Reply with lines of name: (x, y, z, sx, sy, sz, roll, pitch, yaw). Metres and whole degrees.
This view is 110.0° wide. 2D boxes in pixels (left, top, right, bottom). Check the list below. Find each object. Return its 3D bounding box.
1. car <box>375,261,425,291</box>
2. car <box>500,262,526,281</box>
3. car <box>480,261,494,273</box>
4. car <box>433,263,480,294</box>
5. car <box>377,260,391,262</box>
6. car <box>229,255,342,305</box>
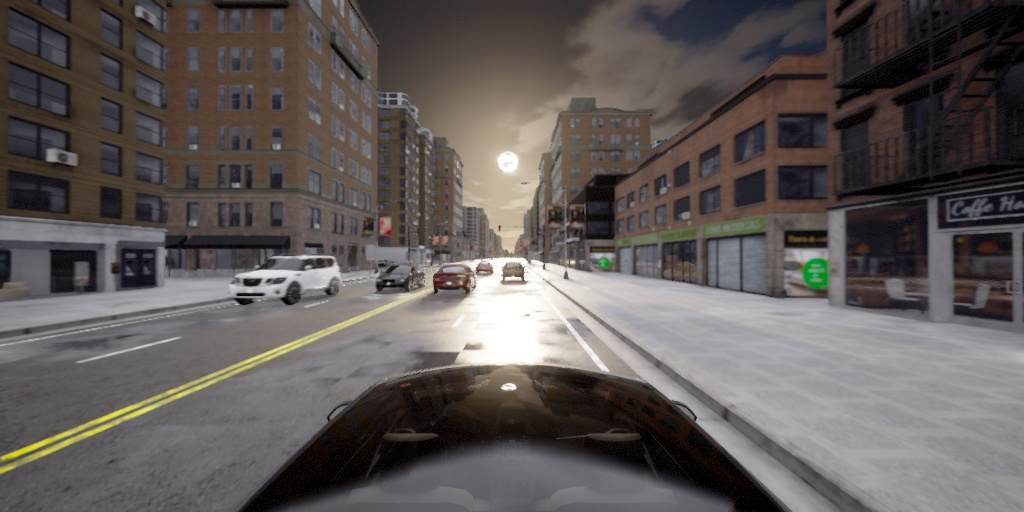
car: (-6.600, 1.246, 21.595, 1.837, 1.490, 4.892, 0, 0, 0)
car: (0.102, 1.240, 30.186, 1.837, 1.490, 4.892, 0, 0, 0)
car: (-3.147, 1.294, 41.683, 1.994, 1.385, 4.181, 0, 0, 0)
car: (-3.150, 1.218, 20.444, 1.882, 1.535, 5.008, 0, 0, 0)
car: (-22.149, 1.311, 61.463, 4.313, 1.339, 1.948, 0, 0, 0)
car: (-9.852, 0.965, 16.237, 2.150, 2.045, 5.566, 0, 0, 0)
